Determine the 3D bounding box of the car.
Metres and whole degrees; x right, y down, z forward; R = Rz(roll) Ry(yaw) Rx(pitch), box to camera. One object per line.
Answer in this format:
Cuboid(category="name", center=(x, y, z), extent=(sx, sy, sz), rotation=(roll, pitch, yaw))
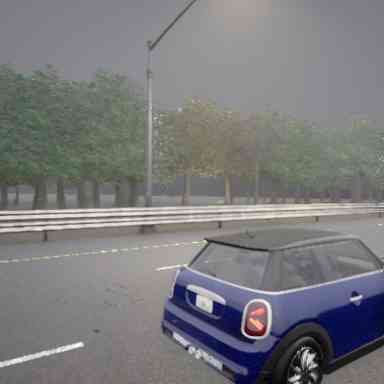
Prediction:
Cuboid(category="car", center=(1.875, 1.363, 5.195), extent=(4.553, 1.767, 2.097), rotation=(0, 0, -35))
